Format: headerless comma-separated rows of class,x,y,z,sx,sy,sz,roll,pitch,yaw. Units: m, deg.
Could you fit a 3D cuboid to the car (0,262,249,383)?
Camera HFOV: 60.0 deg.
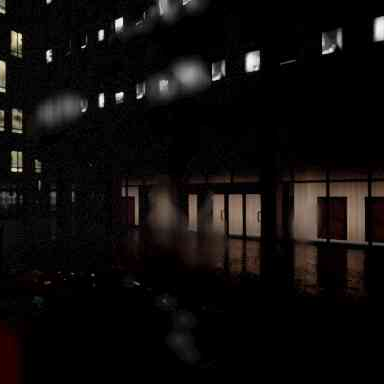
car,-1.546,1.545,4.001,4.507,1.381,1.887,0,0,36
